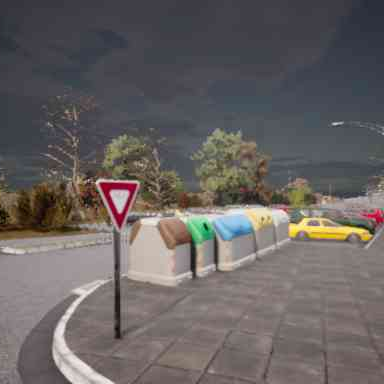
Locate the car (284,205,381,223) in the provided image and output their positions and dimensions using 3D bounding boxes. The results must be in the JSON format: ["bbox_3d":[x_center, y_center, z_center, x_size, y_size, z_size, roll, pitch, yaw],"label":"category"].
[{"bbox_3d":[9.650,2.175,23.405,5.566,2.045,2.435,1,-2,12],"label":"car"}]

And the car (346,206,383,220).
[{"bbox_3d":[27.192,3.202,51.461,5.566,2.045,2.435,1,-2,12],"label":"car"}]

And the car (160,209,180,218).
[{"bbox_3d":[-4.229,2.637,35.459,4.892,1.521,2.231,0,-2,12],"label":"car"}]

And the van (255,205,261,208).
[{"bbox_3d":[9.125,3.182,56.709,4.442,1.987,1.878,0,-2,12],"label":"van"}]

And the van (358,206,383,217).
[{"bbox_3d":[33.401,3.593,61.701,4.442,1.987,1.878,1,-1,12],"label":"van"}]

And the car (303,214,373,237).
[{"bbox_3d":[11.220,2.567,25.950,4.674,1.452,2.002,1,-1,12],"label":"car"}]

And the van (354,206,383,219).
[{"bbox_3d":[30.226,3.408,56.584,4.442,1.987,1.878,1,-1,12],"label":"van"}]

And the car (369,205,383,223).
[{"bbox_3d":[17.602,2.647,36.164,5.566,2.045,2.435,1,-1,12],"label":"car"}]

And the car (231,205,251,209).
[{"bbox_3d":[5.839,2.974,51.682,5.566,2.045,2.435,0,-2,12],"label":"car"}]

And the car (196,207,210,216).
[{"bbox_3d":[-0.616,2.875,41.215,4.792,1.488,2.163,0,-2,12],"label":"car"}]

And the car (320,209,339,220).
[{"bbox_3d":[20.879,3.341,50.372,1.882,1.535,5.008,0,-2,32],"label":"car"}]

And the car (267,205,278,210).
[{"bbox_3d":[13.692,3.713,64.304,4.792,1.488,2.163,0,-2,12],"label":"car"}]

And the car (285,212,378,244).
[{"bbox_3d":[8.191,2.319,20.803,5.366,1.575,1.946,1,-2,12],"label":"car"}]

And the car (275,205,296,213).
[{"bbox_3d":[21.540,4.017,76.948,4.553,1.767,2.185,0,-2,11],"label":"car"}]

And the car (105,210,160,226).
[{"bbox_3d":[-6.035,2.531,32.587,4.892,1.521,2.231,0,-3,12],"label":"car"}]

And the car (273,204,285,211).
[{"bbox_3d":[16.831,3.616,69.368,5.566,2.045,2.435,0,-2,12],"label":"car"}]

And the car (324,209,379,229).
[{"bbox_3d":[16.003,2.681,33.626,4.553,1.767,2.185,1,-2,12],"label":"car"}]

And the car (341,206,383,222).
[{"bbox_3d":[24.017,3.017,46.364,5.566,2.045,2.435,1,-2,12],"label":"car"}]

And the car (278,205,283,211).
[{"bbox_3d":[15.321,3.805,66.826,4.792,1.488,2.163,0,-2,12],"label":"car"}]

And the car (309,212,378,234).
[{"bbox_3d":[12.833,2.623,28.509,5.008,1.535,2.097,1,-1,12],"label":"car"}]

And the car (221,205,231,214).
[{"bbox_3d":[2.753,2.916,46.611,4.553,1.767,2.185,0,-2,12],"label":"car"}]

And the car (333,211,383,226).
[{"bbox_3d":[19.187,3.020,38.711,4.792,1.488,2.163,1,-1,12],"label":"car"}]

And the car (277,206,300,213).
[{"bbox_3d":[23.046,4.235,79.486,5.008,1.535,2.097,0,-2,11],"label":"car"}]

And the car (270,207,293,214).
[{"bbox_3d":[19.975,4.052,74.412,4.892,1.521,2.231,0,-2,12],"label":"car"}]

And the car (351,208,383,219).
[{"bbox_3d":[28.749,3.544,54.005,5.008,1.535,2.097,1,-1,12],"label":"car"}]

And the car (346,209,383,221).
[{"bbox_3d":[25.573,3.360,48.906,5.008,1.535,2.097,1,-1,12],"label":"car"}]

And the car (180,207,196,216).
[{"bbox_3d":[-2.621,2.739,38.373,5.366,1.575,1.946,0,-2,12],"label":"car"}]

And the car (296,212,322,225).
[{"bbox_3d":[13.793,3.052,38.966,1.895,1.301,4.718,0,-2,32],"label":"car"}]

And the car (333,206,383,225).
[{"bbox_3d":[20.783,2.831,41.264,5.566,2.045,2.435,1,-1,12],"label":"car"}]

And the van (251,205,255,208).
[{"bbox_3d":[7.555,3.090,54.181,4.442,1.987,1.878,0,-2,12],"label":"van"}]

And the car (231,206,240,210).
[{"bbox_3d":[4.295,3.173,49.145,4.674,1.452,2.002,0,-2,12],"label":"car"}]

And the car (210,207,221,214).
[{"bbox_3d":[1.120,2.824,44.107,4.553,1.767,2.185,0,-2,12],"label":"car"}]

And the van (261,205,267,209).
[{"bbox_3d":[10.695,3.274,59.238,4.442,1.987,1.878,0,-2,12],"label":"van"}]
